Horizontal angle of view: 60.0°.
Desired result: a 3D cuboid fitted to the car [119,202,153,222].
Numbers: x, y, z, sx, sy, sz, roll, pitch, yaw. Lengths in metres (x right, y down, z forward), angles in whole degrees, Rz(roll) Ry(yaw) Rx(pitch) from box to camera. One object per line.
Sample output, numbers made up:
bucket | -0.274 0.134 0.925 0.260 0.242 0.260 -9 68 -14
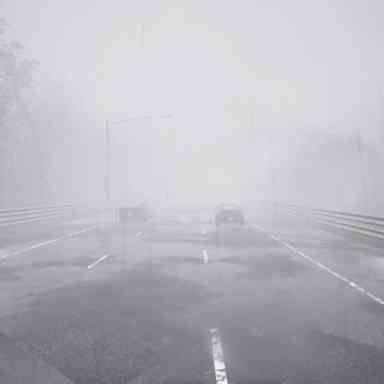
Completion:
car | -4.330 1.490 26.229 1.882 1.535 5.008 0 0 2

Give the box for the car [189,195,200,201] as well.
car | 0.242 1.622 85.746 2.033 1.411 5.357 0 0 7

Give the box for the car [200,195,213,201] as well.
car | 3.772 1.677 85.813 1.895 1.301 4.718 0 0 7

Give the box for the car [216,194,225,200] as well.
car | 7.334 1.438 86.171 2.097 1.767 4.553 0 0 7

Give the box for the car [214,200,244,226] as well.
car | 2.575 1.535 23.417 1.812 1.442 4.674 0 0 2
